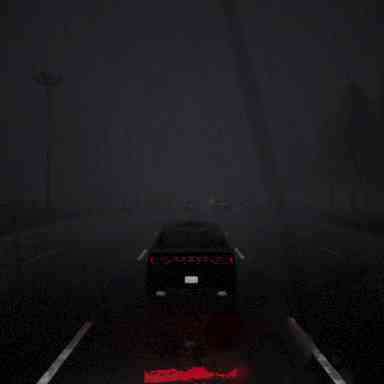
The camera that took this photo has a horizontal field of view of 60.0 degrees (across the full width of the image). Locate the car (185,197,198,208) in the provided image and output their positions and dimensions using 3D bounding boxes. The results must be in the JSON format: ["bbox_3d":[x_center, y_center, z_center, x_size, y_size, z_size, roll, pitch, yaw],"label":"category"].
[{"bbox_3d":[-0.095,1.482,49.458,1.837,1.490,4.892,0,0,0],"label":"car"}]

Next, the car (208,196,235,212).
[{"bbox_3d":[3.426,1.473,39.079,2.128,1.511,4.902,0,0,0],"label":"car"}]

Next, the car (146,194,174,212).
[{"bbox_3d":[-3.577,1.204,38.694,2.150,2.045,5.566,0,0,0],"label":"car"}]

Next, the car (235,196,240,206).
[{"bbox_3d":[6.904,1.329,49.233,2.097,1.767,4.553,0,0,0],"label":"car"}]

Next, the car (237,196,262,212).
[{"bbox_3d":[6.924,1.546,39.257,1.994,1.385,4.181,0,0,0],"label":"car"}]

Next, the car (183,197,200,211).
[{"bbox_3d":[-0.073,1.546,39.453,1.994,1.385,4.181,0,0,0],"label":"car"}]

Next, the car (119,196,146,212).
[{"bbox_3d":[-7.077,1.529,38.626,2.033,1.411,5.357,0,0,0],"label":"car"}]

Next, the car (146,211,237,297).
[{"bbox_3d":[-0.016,1.474,8.636,1.882,1.535,5.008,0,0,0],"label":"car"}]
